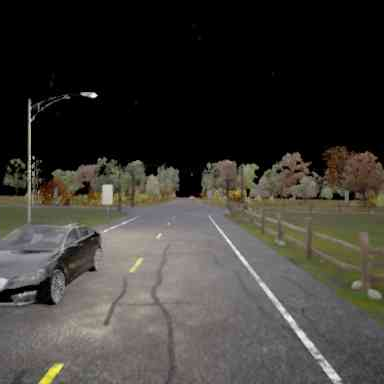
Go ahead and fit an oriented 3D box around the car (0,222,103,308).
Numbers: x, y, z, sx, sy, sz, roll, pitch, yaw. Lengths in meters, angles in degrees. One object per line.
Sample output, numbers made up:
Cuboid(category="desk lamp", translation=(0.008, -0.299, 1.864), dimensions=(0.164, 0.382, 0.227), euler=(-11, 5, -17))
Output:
Cuboid(category="car", translation=(-3.604, 1.541, 8.229), dimensions=(2.128, 1.511, 4.902), euler=(0, 0, 0))
